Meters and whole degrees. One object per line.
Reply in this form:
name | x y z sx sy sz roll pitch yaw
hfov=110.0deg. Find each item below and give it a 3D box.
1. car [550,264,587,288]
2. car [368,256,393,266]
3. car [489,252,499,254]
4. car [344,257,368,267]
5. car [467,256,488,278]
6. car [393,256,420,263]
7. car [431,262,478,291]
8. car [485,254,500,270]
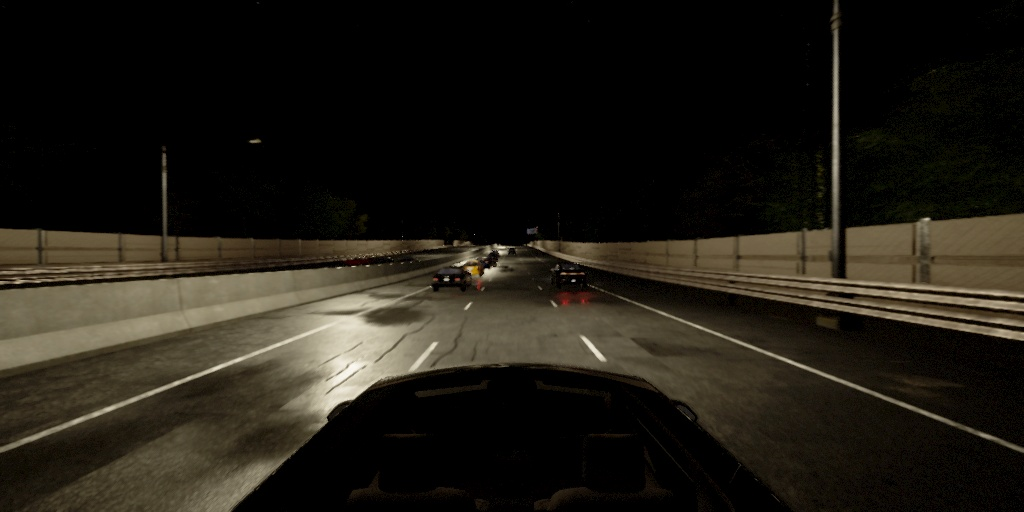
car | 3.599 1.232 23.408 2.128 1.511 4.902 0 0 0
car | -17.545 0.747 49.045 1.994 1.385 4.181 0 2 1
car | -3.505 0.535 54.639 2.033 1.411 5.357 0 2 0
car | -21.040 0.788 48.968 1.895 1.301 4.718 0 2 1
car | -3.502 1.080 32.842 1.801 1.575 5.366 0 1 0
car | -14.041 0.734 48.989 2.033 1.411 5.357 0 2 1
car | -3.502 1.291 21.664 2.033 1.411 5.357 0 0 0
car | -3.235 0.847 44.260 2.163 1.488 4.792 0 2 10
